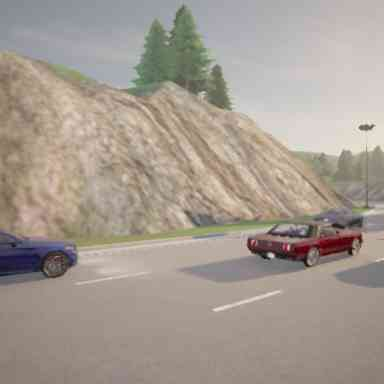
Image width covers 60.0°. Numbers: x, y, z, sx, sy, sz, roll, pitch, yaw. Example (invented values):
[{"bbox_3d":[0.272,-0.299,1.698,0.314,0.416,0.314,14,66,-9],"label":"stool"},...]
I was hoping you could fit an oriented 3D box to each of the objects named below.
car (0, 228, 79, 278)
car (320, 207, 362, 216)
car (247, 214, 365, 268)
[{"bbox_3d":[-5.386,1.571,8.608,4.674,1.442,1.812,0,0,-36],"label":"car"},{"bbox_3d":[9.537,1.675,21.436,4.181,1.385,1.994,0,0,-45],"label":"car"},{"bbox_3d":[4.127,1.662,11.622,4.718,1.301,1.895,0,0,-40],"label":"car"}]
